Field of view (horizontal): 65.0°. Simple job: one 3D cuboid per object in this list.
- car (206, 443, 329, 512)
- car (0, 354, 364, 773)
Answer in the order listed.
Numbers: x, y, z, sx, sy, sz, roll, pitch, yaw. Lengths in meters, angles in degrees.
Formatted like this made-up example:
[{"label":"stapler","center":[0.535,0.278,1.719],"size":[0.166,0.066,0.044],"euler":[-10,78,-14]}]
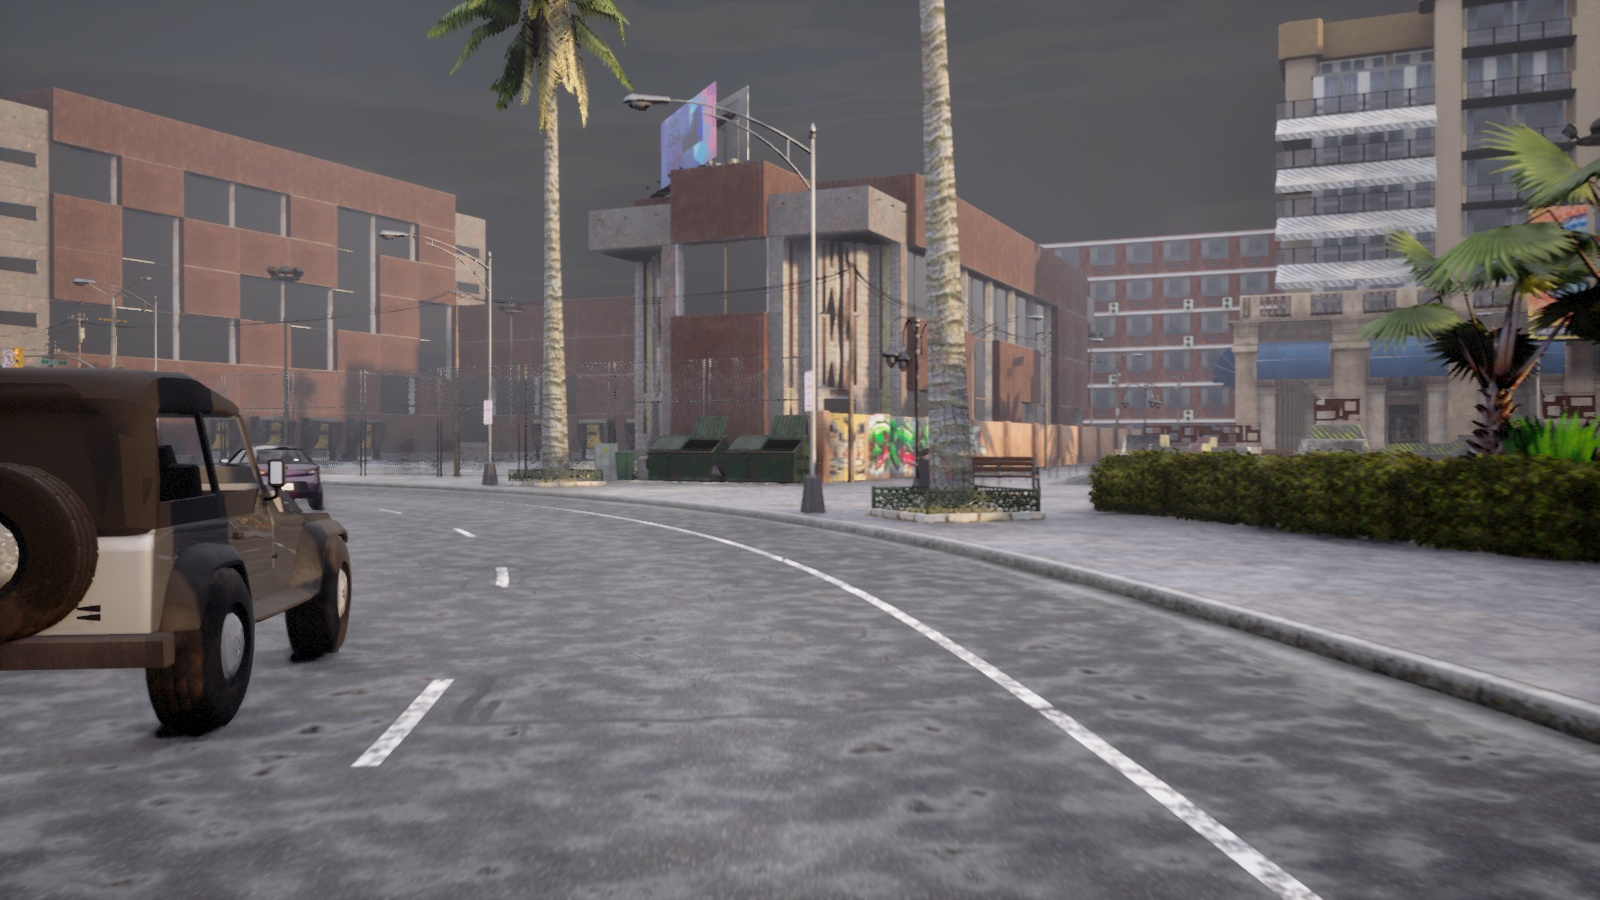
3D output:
[{"label":"car","center":[-12.550,0.587,29.434],"size":[1.816,1.474,4.193],"euler":[0,0,-35]},{"label":"car","center":[-4.038,0.498,7.523],"size":[1.905,1.878,3.866],"euler":[0,0,-7]}]
